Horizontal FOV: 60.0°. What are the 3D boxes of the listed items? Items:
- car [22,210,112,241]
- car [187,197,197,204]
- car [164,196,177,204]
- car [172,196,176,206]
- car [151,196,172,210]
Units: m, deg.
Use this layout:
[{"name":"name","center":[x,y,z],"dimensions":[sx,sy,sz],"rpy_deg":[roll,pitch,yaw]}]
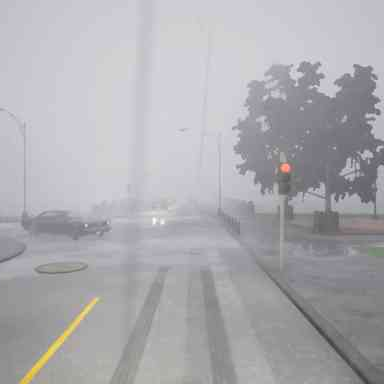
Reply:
[{"name":"car","center":[-6.307,1.601,16.768],"dimensions":[4.718,1.301,1.895],"rpy_deg":[0,0,29]},{"name":"car","center":[0.038,1.547,61.682],"dimensions":[2.033,1.411,5.357],"rpy_deg":[0,0,0]},{"name":"car","center":[-4.021,1.490,62.562],"dimensions":[2.128,1.511,4.902],"rpy_deg":[0,0,0]},{"name":"car","center":[-4.061,1.477,52.479],"dimensions":[1.882,1.535,5.008],"rpy_deg":[0,0,0]},{"name":"car","center":[-4.074,1.491,42.246],"dimensions":[2.128,1.511,4.902],"rpy_deg":[0,0,0]}]
